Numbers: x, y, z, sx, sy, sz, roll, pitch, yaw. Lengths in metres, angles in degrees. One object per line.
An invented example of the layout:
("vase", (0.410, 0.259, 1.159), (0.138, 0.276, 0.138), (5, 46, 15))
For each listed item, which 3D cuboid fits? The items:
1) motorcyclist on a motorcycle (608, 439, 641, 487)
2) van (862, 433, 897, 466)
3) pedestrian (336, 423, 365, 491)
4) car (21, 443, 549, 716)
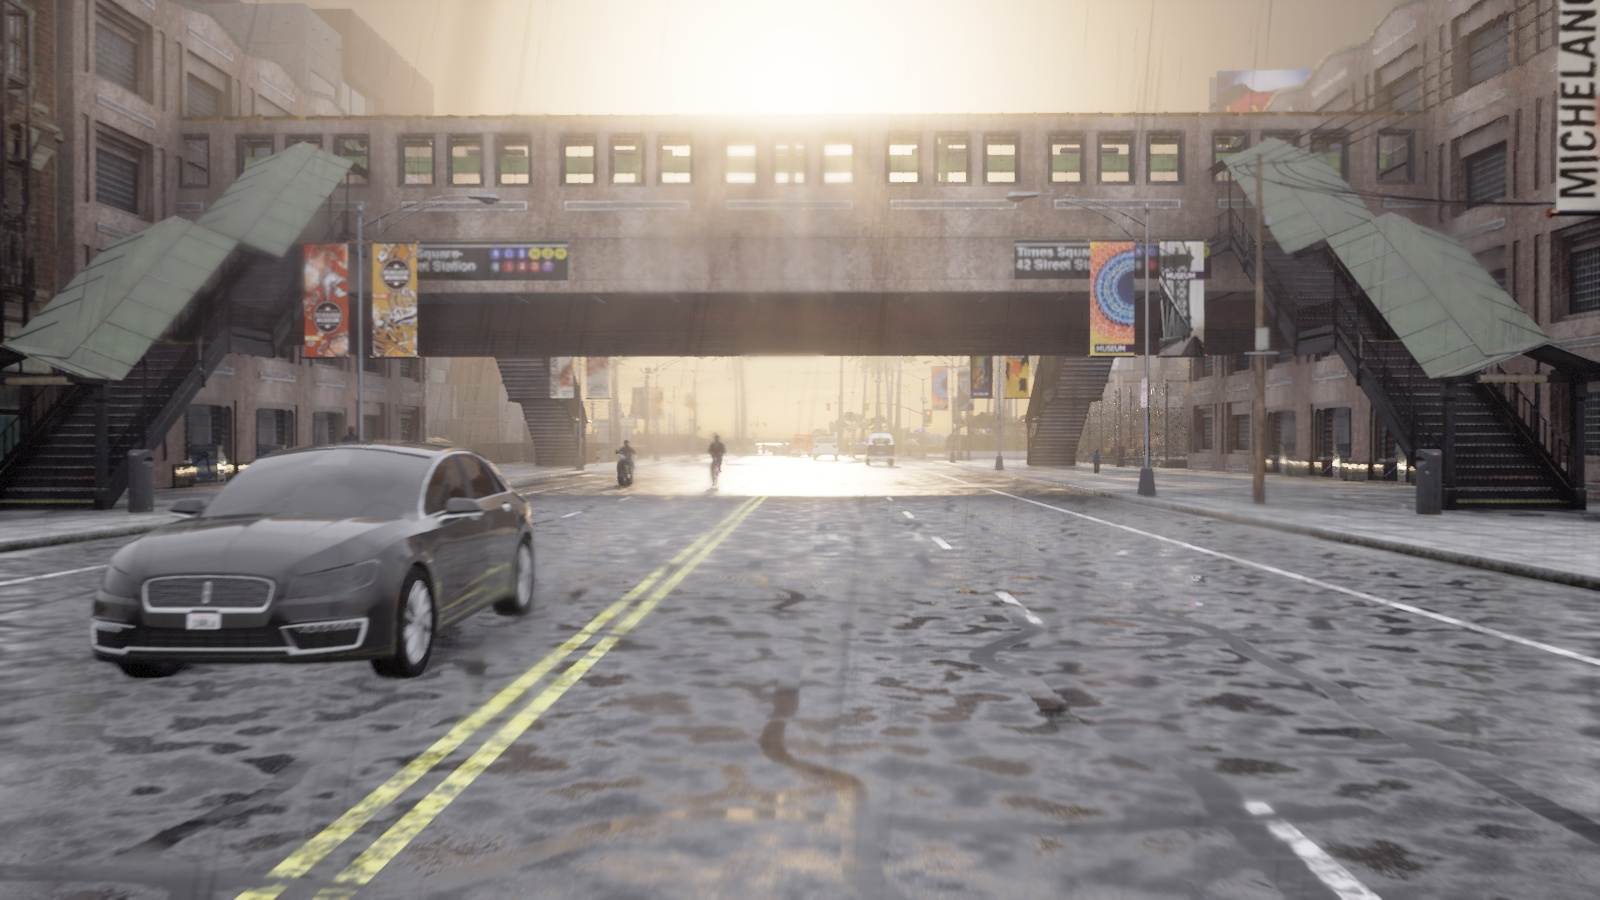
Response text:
("motorcyclist on a motorcycle", (-6.174, 0.442, 44.239), (0.766, 1.649, 2.350), (0, 0, 1))
("van", (5.157, 0.001, 81.700), (2.069, 2.038, 4.480), (0, -1, 1))
("pedestrian", (-12.659, 0.192, 35.375), (0.563, 1.883, 0.849), (0, 0, -3))
("car", (-3.319, 0.696, 9.335), (1.837, 1.490, 4.892), (0, 0, 1))
